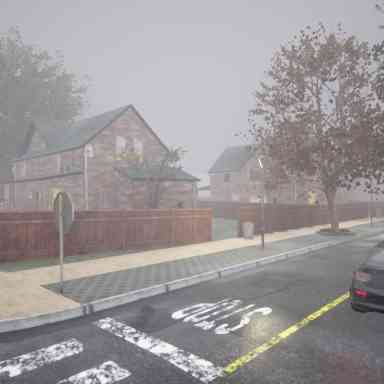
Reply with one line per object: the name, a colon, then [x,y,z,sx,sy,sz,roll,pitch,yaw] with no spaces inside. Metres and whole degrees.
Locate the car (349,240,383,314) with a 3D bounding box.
car: [4.752,1.615,6.873,1.812,1.442,4.674,-1,-1,43]
